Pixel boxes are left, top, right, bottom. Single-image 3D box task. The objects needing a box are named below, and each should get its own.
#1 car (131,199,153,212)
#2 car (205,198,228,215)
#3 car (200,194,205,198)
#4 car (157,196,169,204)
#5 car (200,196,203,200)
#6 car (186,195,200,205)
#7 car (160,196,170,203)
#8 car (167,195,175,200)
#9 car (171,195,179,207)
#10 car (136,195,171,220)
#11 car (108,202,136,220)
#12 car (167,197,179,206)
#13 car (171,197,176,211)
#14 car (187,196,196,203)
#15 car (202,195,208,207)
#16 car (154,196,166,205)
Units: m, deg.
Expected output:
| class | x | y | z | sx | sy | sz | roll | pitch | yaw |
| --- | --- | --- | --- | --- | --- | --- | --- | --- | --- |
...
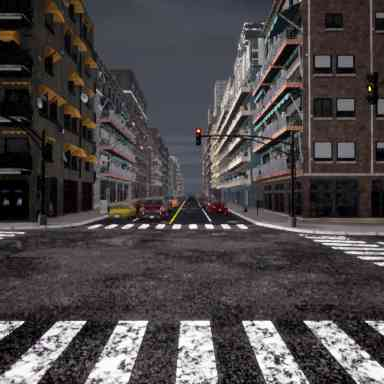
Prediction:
| class | x | y | z | sx | sy | sz | roll | pitch | yaw |
| --- | --- | --- | --- | --- | --- | --- | --- | --- | --- |
| car | -5.784 | 1.555 | 39.034 | 1.887 | 1.381 | 4.507 | 1 | 0 | 0 |
| car | 2.611 | 1.553 | 33.518 | 1.887 | 1.381 | 4.507 | 1 | 0 | 0 |
| car | 2.789 | 1.380 | 81.831 | 2.097 | 1.767 | 4.553 | 0 | 0 | 0 |
| car | -5.856 | 1.572 | 66.652 | 2.008 | 1.369 | 4.403 | 1 | 0 | 0 |
| car | 2.568 | 1.596 | 50.089 | 1.802 | 1.307 | 4.206 | 1 | 0 | 0 |
| car | -0.056 | 1.495 | 59.574 | 1.882 | 1.535 | 5.008 | 0 | 0 | 0 |
| car | -5.870 | 1.568 | 72.175 | 1.887 | 1.381 | 4.507 | 1 | 0 | 0 |
| car | -5.926 | 1.587 | 94.268 | 2.008 | 1.369 | 4.403 | 1 | 0 | 0 |
| car | -3.213 | 1.365 | 47.350 | 2.097 | 1.767 | 4.553 | 0 | 0 | 0 |
| car | -3.147 | 1.359 | 28.069 | 2.097 | 1.767 | 4.553 | 0 | 0 | -1 |
| car | -5.754 | 1.532 | 27.818 | 1.752 | 1.417 | 4.829 | 1 | 0 | 0 |
| car | -3.209 | 1.617 | 57.209 | 1.895 | 1.301 | 4.718 | 0 | 0 | 0 |
| car | -3.198 | 1.557 | 37.561 | 2.033 | 1.411 | 5.357 | 0 | 0 | 0 |
| car | -0.080 | 1.530 | 69.843 | 1.837 | 1.490 | 4.892 | 0 | 0 | 0 |
| car | 2.598 | 1.450 | 39.042 | 1.967 | 1.590 | 4.097 | 1 | 0 | 0 |
| car | -5.841 | 1.544 | 60.958 | 1.752 | 1.417 | 4.829 | 1 | 0 | 0 |
